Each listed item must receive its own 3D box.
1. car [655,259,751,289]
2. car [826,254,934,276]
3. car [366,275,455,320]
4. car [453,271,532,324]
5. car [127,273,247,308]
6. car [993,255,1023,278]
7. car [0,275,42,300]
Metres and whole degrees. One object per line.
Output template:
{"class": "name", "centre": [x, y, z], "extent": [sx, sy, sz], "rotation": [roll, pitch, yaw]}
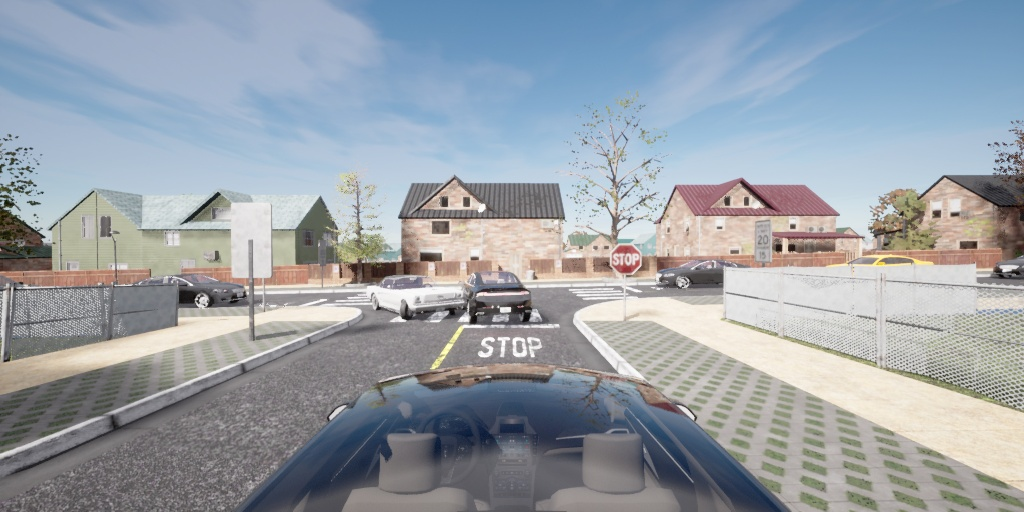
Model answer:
{"class": "car", "centre": [10.335, 0.926, 19.444], "extent": [4.902, 1.511, 2.128], "rotation": [-1, 1, 0]}
{"class": "car", "centre": [19.766, 0.690, 19.479], "extent": [5.008, 1.535, 1.882], "rotation": [-1, 1, -1]}
{"class": "car", "centre": [-3.600, 1.368, 12.899], "extent": [1.895, 1.301, 4.718], "rotation": [0, 0, -38]}
{"class": "car", "centre": [-0.683, 1.242, 12.039], "extent": [2.128, 1.511, 4.902], "rotation": [0, 0, -12]}
{"class": "car", "centre": [-14.898, 1.566, 16.397], "extent": [4.902, 1.511, 2.128], "rotation": [-1, 1, 0]}
{"class": "car", "centre": [29.390, 0.478, 19.513], "extent": [4.902, 1.511, 2.128], "rotation": [-1, 1, 0]}
{"class": "car", "centre": [-24.236, 1.648, 16.358], "extent": [4.553, 1.767, 2.097], "rotation": [-1, 1, 0]}
